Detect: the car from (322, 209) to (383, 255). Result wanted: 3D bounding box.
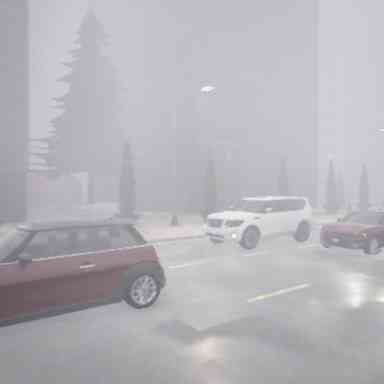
[{"bbox_3d":[7.177,1.458,13.370,5.008,1.535,1.882,0,0,-35],"label":"car"}]

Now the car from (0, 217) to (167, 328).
[{"bbox_3d":[-2.818,1.349,6.250,4.553,1.767,2.097,0,0,-35],"label":"car"}]

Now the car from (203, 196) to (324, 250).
[{"bbox_3d":[3.110,1.206,14.683,5.566,2.045,2.150,0,0,-35],"label":"car"}]
